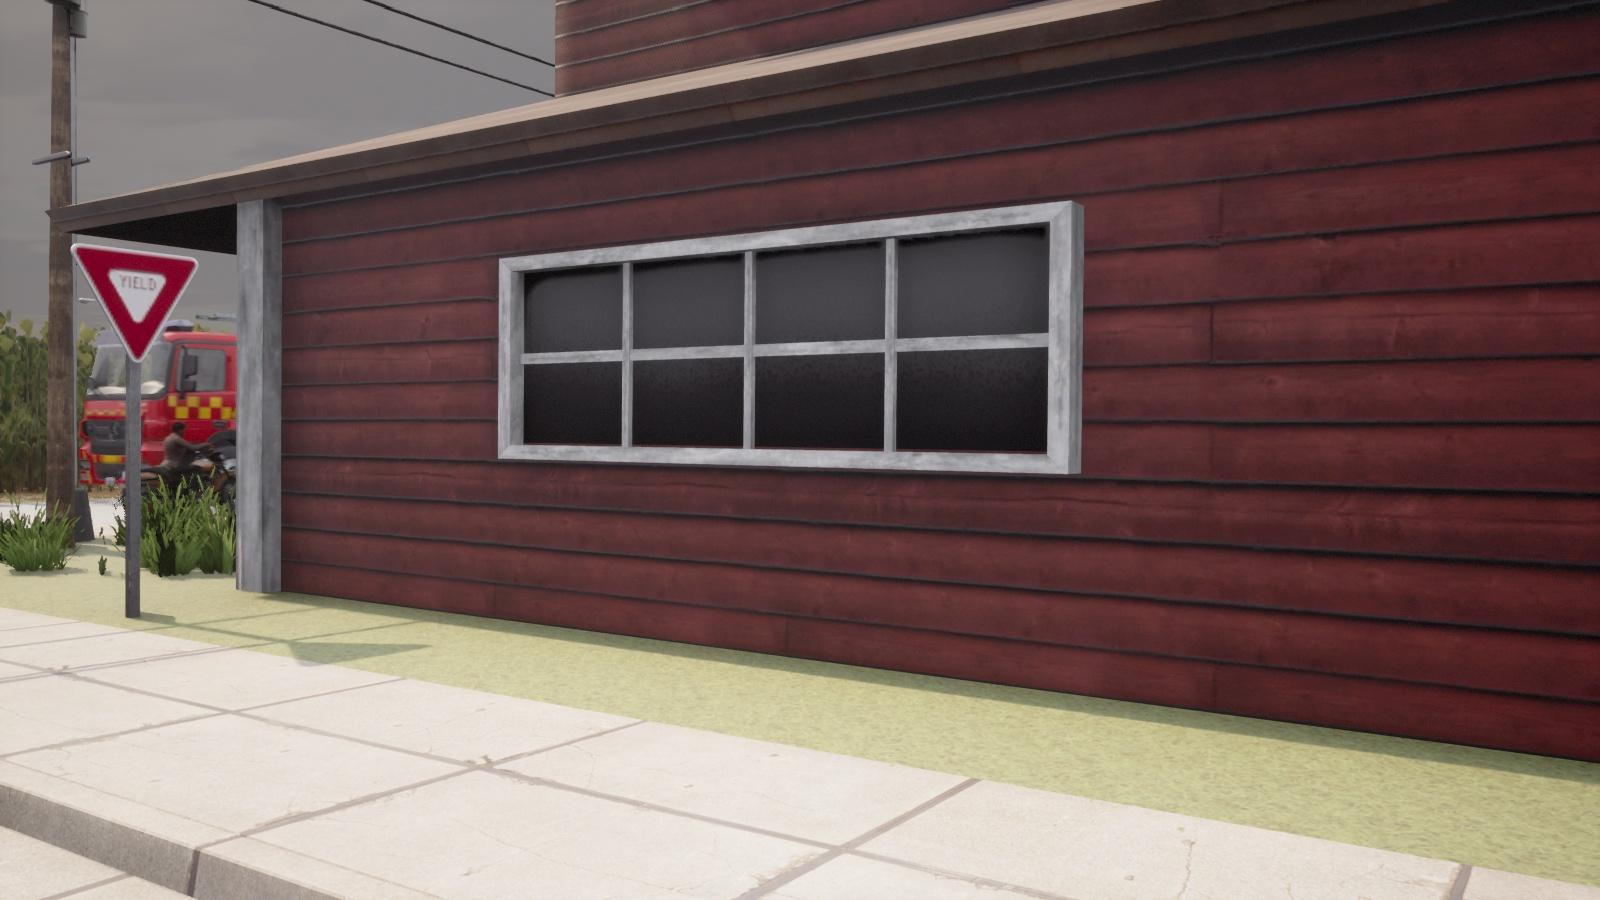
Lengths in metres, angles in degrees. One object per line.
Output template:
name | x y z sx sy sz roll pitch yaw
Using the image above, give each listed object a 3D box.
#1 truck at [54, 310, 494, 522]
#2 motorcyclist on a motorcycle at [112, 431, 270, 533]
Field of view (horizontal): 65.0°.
truck | -10.862 -0.677 27.062 2.891 3.827 8.468 0 1 34
motorcyclist on a motorcycle | -10.407 0.509 21.546 0.766 1.649 2.350 0 1 34
